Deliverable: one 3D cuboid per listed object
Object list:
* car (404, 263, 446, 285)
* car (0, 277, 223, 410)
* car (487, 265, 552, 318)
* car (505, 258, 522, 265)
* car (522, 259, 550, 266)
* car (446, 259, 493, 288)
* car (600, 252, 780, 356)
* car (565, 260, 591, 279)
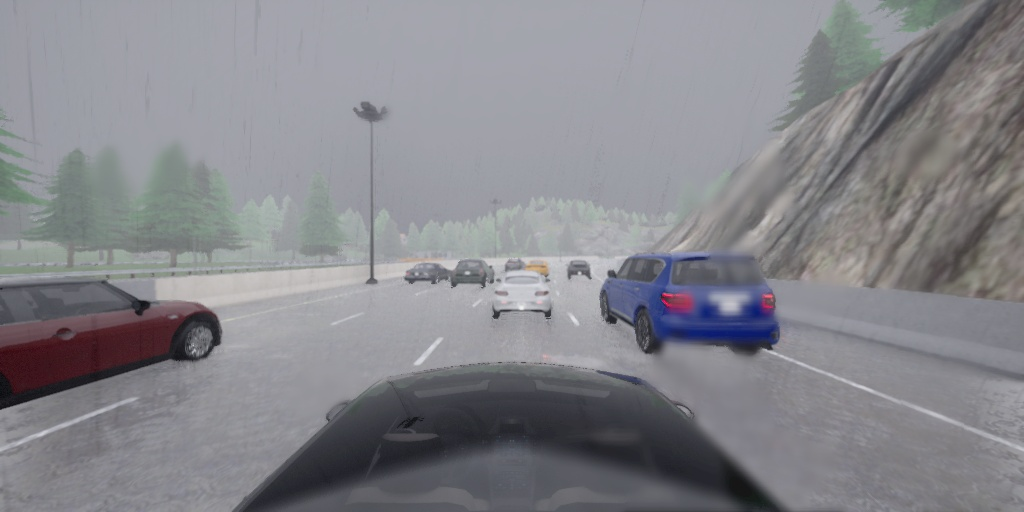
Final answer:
[{"bbox_3d":[-5.682,1.166,24.919,2.033,1.411,5.357,0,0,6],"label":"car"},{"bbox_3d":[-6.848,1.083,5.265,2.097,1.767,4.553,0,0,1],"label":"car"},{"bbox_3d":[0.376,1.214,12.557,1.812,1.442,4.674,0,0,3],"label":"car"},{"bbox_3d":[0.440,1.015,41.328,2.128,1.511,4.902,0,0,11],"label":"car"},{"bbox_3d":[2.334,1.054,32.045,1.882,1.535,5.008,0,0,8],"label":"car"},{"bbox_3d":[-2.362,0.983,22.732,2.097,1.767,4.553,0,0,5],"label":"car"},{"bbox_3d":[3.711,0.931,8.661,2.150,2.045,5.566,0,0,1],"label":"car"},{"bbox_3d":[5.668,1.088,30.671,1.837,1.490,4.892,0,0,8],"label":"car"}]
